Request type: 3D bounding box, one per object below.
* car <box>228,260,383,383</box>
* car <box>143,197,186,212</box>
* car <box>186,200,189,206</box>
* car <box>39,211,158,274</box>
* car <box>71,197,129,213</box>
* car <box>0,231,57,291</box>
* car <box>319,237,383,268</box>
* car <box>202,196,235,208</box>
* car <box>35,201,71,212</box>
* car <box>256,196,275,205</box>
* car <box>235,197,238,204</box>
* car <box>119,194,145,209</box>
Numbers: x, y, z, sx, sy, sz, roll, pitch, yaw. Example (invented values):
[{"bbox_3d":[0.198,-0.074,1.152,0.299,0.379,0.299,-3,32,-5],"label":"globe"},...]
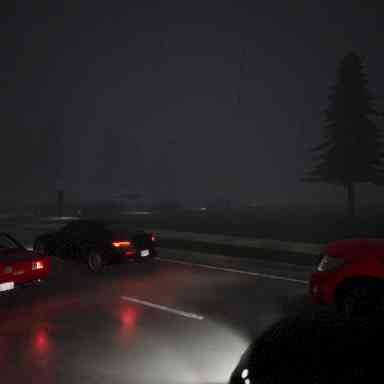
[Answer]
[{"bbox_3d":[2.317,1.564,2.322,4.181,1.385,1.994,0,0,36],"label":"car"},{"bbox_3d":[-3.134,1.526,38.640,1.812,1.442,4.674,0,0,37],"label":"car"},{"bbox_3d":[-2.364,1.525,51.423,1.812,1.442,4.674,0,0,36],"label":"car"},{"bbox_3d":[-3.161,1.526,10.576,4.674,1.442,1.812,0,0,36],"label":"car"},{"bbox_3d":[-8.549,1.526,31.331,1.812,1.442,4.674,0,0,36],"label":"car"},{"bbox_3d":[-5.495,1.601,7.947,4.718,1.301,1.895,0,0,36],"label":"car"},{"bbox_3d":[4.715,1.221,4.903,5.566,2.045,2.150,0,0,36],"label":"car"},{"bbox_3d":[3.674,1.547,47.836,2.033,1.411,5.357,0,0,37],"label":"car"},{"bbox_3d":[-14.172,1.601,35.533,1.895,1.301,4.718,0,0,37],"label":"car"},{"bbox_3d":[13.538,1.479,60.980,1.882,1.535,5.008,0,0,37],"label":"car"},{"bbox_3d":[7.114,1.477,64.095,1.882,1.535,5.008,0,0,37],"label":"car"},{"bbox_3d":[-8.360,1.221,43.374,2.150,2.045,5.566,0,0,37],"label":"car"}]
